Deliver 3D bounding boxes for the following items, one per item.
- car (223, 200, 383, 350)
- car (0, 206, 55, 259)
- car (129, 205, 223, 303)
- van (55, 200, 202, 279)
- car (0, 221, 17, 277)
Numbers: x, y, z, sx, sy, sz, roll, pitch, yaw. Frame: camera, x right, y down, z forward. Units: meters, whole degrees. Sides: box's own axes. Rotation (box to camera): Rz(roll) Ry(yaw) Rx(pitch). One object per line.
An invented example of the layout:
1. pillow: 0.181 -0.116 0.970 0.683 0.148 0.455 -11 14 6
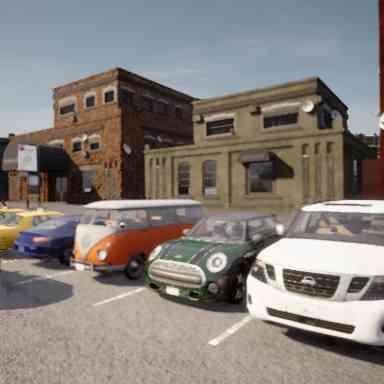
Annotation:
1. car: 3.130 1.225 6.687 2.435 2.045 5.566 0 0 35
2. car: -5.732 1.427 13.263 1.946 1.575 5.366 0 0 35
3. car: 0.917 1.342 8.337 2.185 1.767 4.553 0 0 35
4. van: -1.415 1.231 9.816 1.878 1.987 4.442 0 0 35
5. car: -6.409 1.468 7.943 4.892 1.490 1.837 0 0 35
